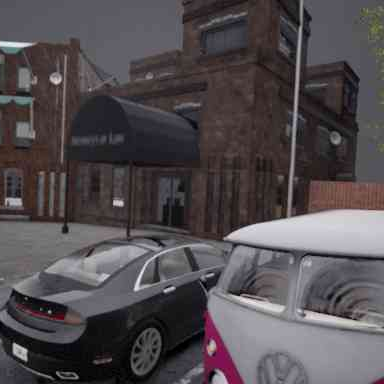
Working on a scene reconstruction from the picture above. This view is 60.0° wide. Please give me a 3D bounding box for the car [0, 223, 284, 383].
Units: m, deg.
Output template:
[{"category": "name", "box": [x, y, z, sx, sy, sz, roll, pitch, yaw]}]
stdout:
[{"category": "car", "box": [-0.468, 1.463, 5.578, 2.231, 1.521, 4.892, 1, 1, 35]}]
